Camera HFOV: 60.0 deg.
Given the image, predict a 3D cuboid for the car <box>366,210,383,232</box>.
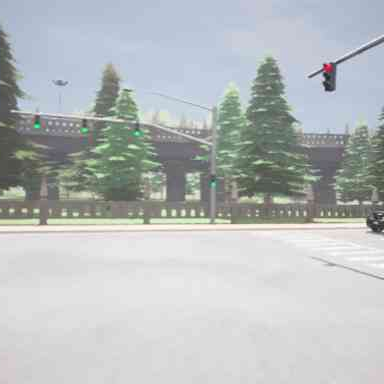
[{"bbox_3d":[13.302,1.489,20.000,5.566,2.045,2.150,1,0,-16],"label":"car"}]
